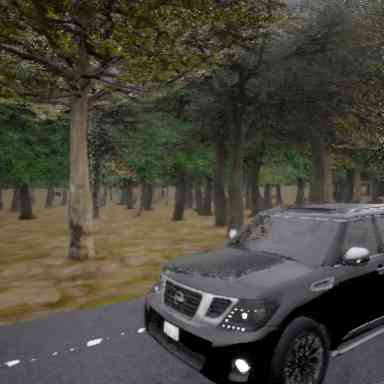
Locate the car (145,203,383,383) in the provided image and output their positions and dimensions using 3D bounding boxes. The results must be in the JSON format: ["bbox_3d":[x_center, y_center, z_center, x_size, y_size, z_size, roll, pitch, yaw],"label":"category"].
[{"bbox_3d":[2.032,1.235,5.379,5.566,2.045,2.150,0,0,-35],"label":"car"}]
